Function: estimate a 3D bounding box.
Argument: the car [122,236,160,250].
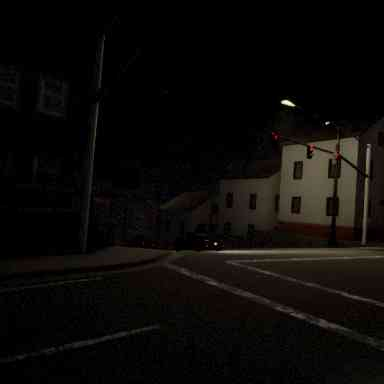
[{"bbox_3d":[-4.799,4.814,30.833,1.882,1.535,5.008,6,-15,-35],"label":"car"}]

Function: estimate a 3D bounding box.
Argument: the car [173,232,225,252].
[{"bbox_3d":[0.413,3.531,23.618,1.994,1.385,4.181,6,-12,-35],"label":"car"}]
